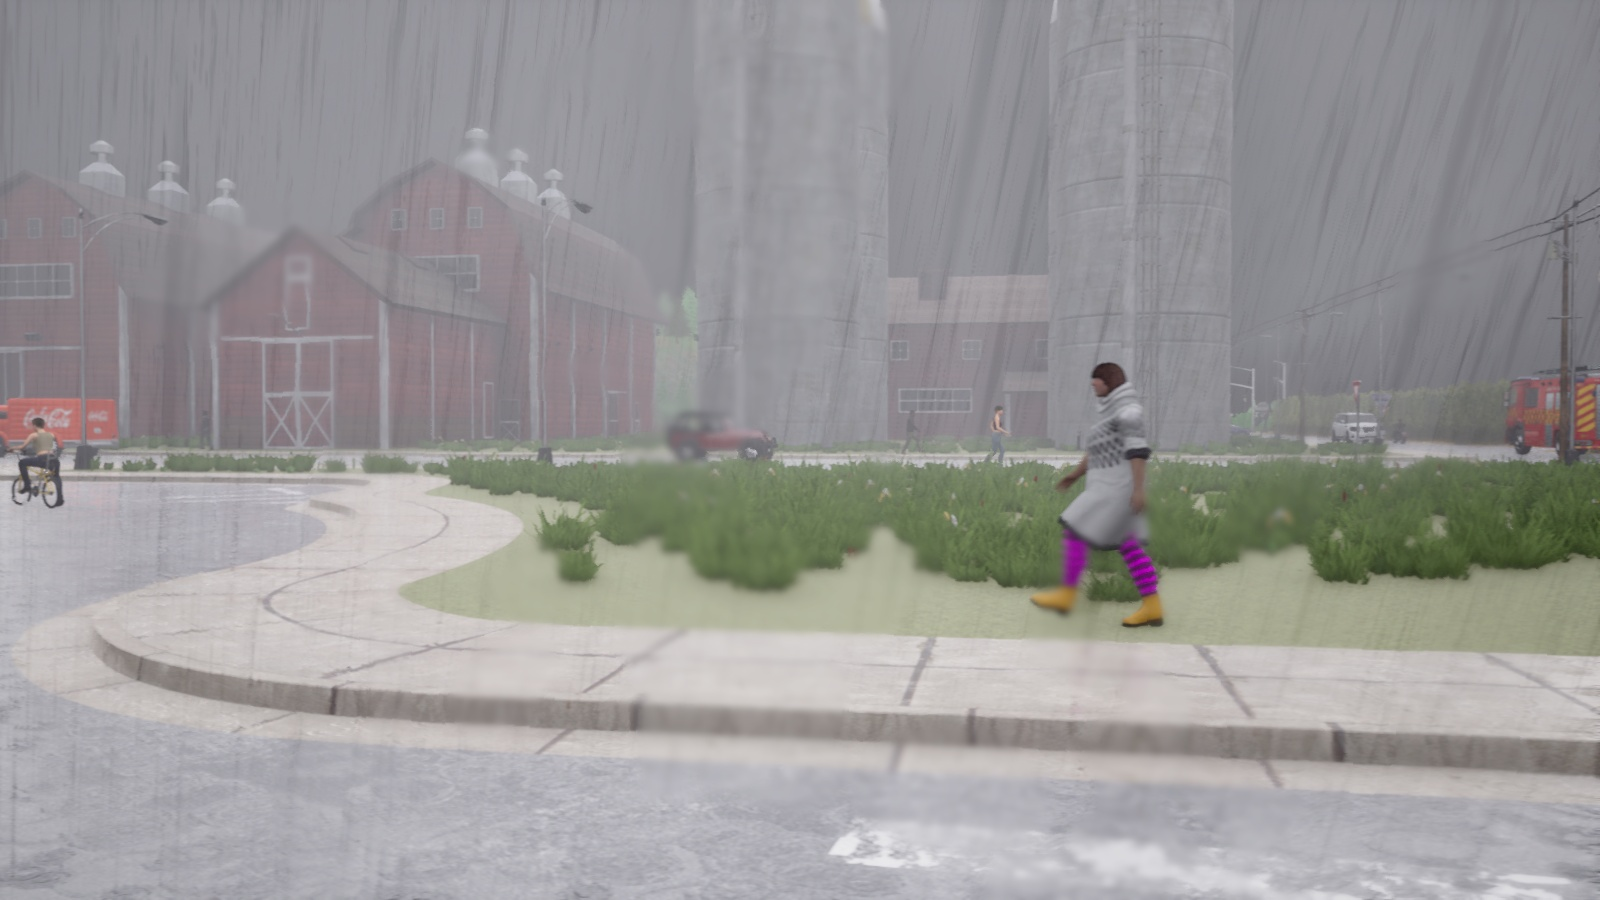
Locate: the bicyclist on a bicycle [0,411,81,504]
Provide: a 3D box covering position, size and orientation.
[{"bbox_3d":[-13.720,0.114,22.458,1.509,1.612,0.866,1,1,30],"label":"bicyclist on a bicycle"}]

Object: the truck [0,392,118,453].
[{"bbox_3d":[-31.870,-1.180,52.666,5.204,2.467,2.627,1,1,9],"label":"truck"}]

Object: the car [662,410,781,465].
[{"bbox_3d":[-2.765,-0.470,44.464,3.866,1.878,1.905,1,1,9],"label":"car"}]

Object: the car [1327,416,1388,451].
[{"bbox_3d":[34.119,-1.041,77.004,2.150,2.045,5.566,1,1,10],"label":"car"}]

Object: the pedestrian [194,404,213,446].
[{"bbox_3d":[-27.502,-1.134,57.871,0.666,1.930,0.402,1,1,13],"label":"pedestrian"}]

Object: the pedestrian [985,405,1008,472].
[{"bbox_3d":[5.430,-0.313,34.761,0.594,1.836,0.345,1,1,12],"label":"pedestrian"}]

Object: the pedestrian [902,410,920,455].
[{"bbox_3d":[4.505,-0.710,50.975,0.703,1.840,0.431,1,1,7],"label":"pedestrian"}]

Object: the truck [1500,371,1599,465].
[{"bbox_3d":[33.939,-1.405,55.417,2.891,3.827,8.468,1,1,12],"label":"truck"}]

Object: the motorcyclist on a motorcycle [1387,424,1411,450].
[{"bbox_3d":[38.217,-0.852,80.123,0.766,1.649,2.350,1,2,10],"label":"motorcyclist on a motorcycle"}]

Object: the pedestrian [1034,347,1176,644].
[{"bbox_3d":[2.074,0.290,8.636,0.873,1.952,0.659,1,1,9],"label":"pedestrian"}]
